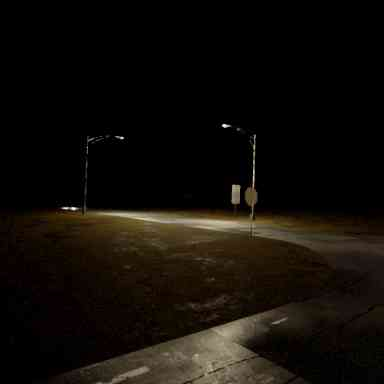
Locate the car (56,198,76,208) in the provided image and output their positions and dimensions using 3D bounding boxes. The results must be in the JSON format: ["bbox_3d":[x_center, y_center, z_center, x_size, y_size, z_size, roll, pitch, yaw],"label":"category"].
[{"bbox_3d":[-18.892,1.603,49.827,1.994,1.385,4.181,3,-2,-36],"label":"car"}]
